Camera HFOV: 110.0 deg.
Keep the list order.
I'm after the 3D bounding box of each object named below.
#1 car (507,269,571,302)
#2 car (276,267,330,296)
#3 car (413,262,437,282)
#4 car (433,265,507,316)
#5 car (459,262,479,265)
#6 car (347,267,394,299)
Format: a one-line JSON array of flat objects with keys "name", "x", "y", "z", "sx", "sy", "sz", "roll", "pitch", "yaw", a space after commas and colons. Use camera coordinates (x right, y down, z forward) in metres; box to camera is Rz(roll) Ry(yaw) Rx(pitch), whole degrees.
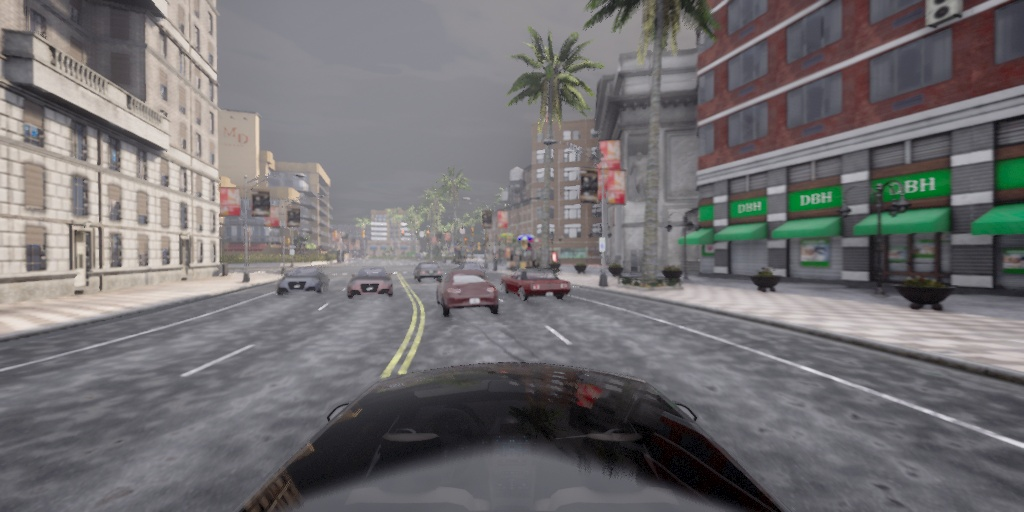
[{"name": "car", "x": 0.894, "y": 1.251, "z": 16.632, "sx": 1.895, "sy": 1.301, "sz": 4.718, "roll": -1, "pitch": 0, "yaw": -17}, {"name": "car", "x": -11.189, "y": 1.291, "z": 19.462, "sx": 1.994, "sy": 1.385, "sz": 4.181, "roll": -1, "pitch": 0, "yaw": -19}, {"name": "car", "x": -6.591, "y": 1.184, "z": 28.014, "sx": 2.033, "sy": 1.411, "sz": 5.357, "roll": -1, "pitch": 0, "yaw": -19}, {"name": "car", "x": -1.724, "y": 1.220, "z": 13.112, "sx": 1.812, "sy": 1.442, "sz": 4.674, "roll": 0, "pitch": 0, "yaw": -15}, {"name": "car", "x": -3.503, "y": 1.167, "z": 29.723, "sx": 1.994, "sy": 1.385, "sz": 4.181, "roll": -1, "pitch": 0, "yaw": -19}, {"name": "car", "x": -6.990, "y": 1.267, "z": 17.967, "sx": 1.994, "sy": 1.385, "sz": 4.181, "roll": -1, "pitch": 0, "yaw": -18}]
